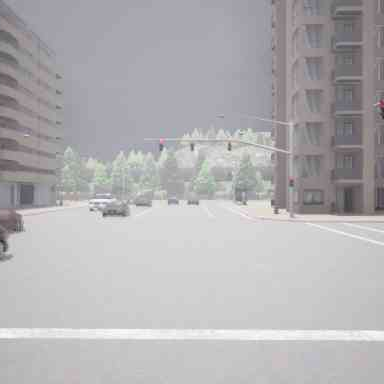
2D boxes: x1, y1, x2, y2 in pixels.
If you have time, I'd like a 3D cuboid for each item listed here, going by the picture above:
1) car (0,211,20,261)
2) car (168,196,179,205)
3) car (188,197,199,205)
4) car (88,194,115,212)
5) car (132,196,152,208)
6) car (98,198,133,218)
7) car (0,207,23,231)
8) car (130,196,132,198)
[{"bbox_3d":[-7.081,1.505,9.301,1.837,1.490,4.892,0,0,0],"label":"car"},{"bbox_3d":[-3.374,1.526,60.030,1.812,1.442,4.674,0,0,0],"label":"car"},{"bbox_3d":[0.223,1.564,58.373,1.994,1.385,4.181,0,0,0],"label":"car"},{"bbox_3d":[-10.532,1.220,39.484,2.150,2.045,5.566,0,0,0],"label":"car"},{"bbox_3d":[-6.984,1.547,48.963,2.033,1.411,5.357,0,0,0],"label":"car"},{"bbox_3d":[-6.902,1.564,30.437,1.994,1.385,4.181,0,0,-2],"label":"car"},{"bbox_3d":[-10.565,1.526,17.293,1.812,1.442,4.674,0,0,0],"label":"car"},{"bbox_3d":[-10.384,1.493,59.525,2.128,1.511,4.902,0,0,0],"label":"car"}]
